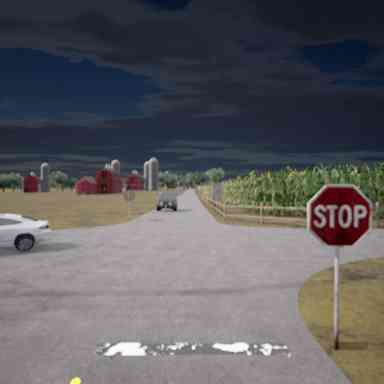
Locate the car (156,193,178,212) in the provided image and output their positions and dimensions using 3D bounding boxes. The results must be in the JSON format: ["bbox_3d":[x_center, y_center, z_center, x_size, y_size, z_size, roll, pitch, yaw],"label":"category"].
[{"bbox_3d":[-2.787,1.157,37.984,2.150,2.045,5.566,0,0,0],"label":"car"}]

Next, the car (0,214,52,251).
[{"bbox_3d":[-8.097,1.611,13.182,4.674,1.442,1.812,-1,1,-28],"label":"car"}]
